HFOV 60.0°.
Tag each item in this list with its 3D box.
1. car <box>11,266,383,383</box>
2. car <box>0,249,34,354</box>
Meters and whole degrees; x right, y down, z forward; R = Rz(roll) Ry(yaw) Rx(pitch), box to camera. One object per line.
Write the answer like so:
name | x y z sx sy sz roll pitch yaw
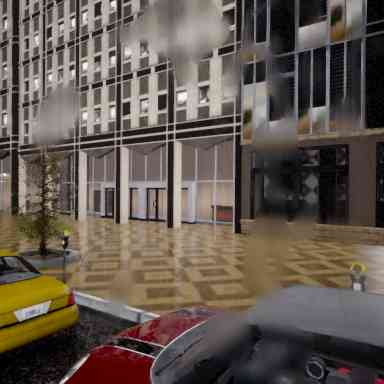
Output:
car | 0.810 1.440 2.287 4.097 1.590 1.967 0 1 36
car | -3.955 1.524 5.687 4.829 1.417 1.752 0 1 36
